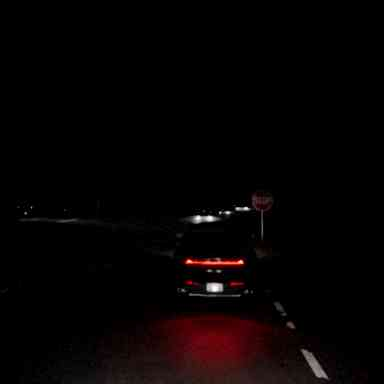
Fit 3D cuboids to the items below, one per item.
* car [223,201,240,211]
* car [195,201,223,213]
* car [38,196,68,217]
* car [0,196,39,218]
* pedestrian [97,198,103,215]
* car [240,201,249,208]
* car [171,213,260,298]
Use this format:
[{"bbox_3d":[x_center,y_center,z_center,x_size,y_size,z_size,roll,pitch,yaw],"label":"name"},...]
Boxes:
[{"bbox_3d":[4.840,1.938,46.453,2.033,1.411,5.357,0,-1,17],"label":"car"},{"bbox_3d":[1.703,1.781,35.424,1.994,1.385,4.181,0,-1,15],"label":"car"},{"bbox_3d":[-12.105,1.048,25.759,4.902,1.511,2.128,2,-1,9],"label":"car"},{"bbox_3d":[-13.448,1.044,22.850,4.718,1.301,1.895,2,-1,8],"label":"car"},{"bbox_3d":[-8.008,1.083,28.607,0.375,1.860,0.375,0,-4,7],"label":"pedestrian"},{"bbox_3d":[9.532,2.258,62.600,1.895,1.301,4.718,0,-1,15],"label":"car"},{"bbox_3d":[0.591,1.505,8.522,1.837,1.490,4.892,0,0,4],"label":"car"}]
